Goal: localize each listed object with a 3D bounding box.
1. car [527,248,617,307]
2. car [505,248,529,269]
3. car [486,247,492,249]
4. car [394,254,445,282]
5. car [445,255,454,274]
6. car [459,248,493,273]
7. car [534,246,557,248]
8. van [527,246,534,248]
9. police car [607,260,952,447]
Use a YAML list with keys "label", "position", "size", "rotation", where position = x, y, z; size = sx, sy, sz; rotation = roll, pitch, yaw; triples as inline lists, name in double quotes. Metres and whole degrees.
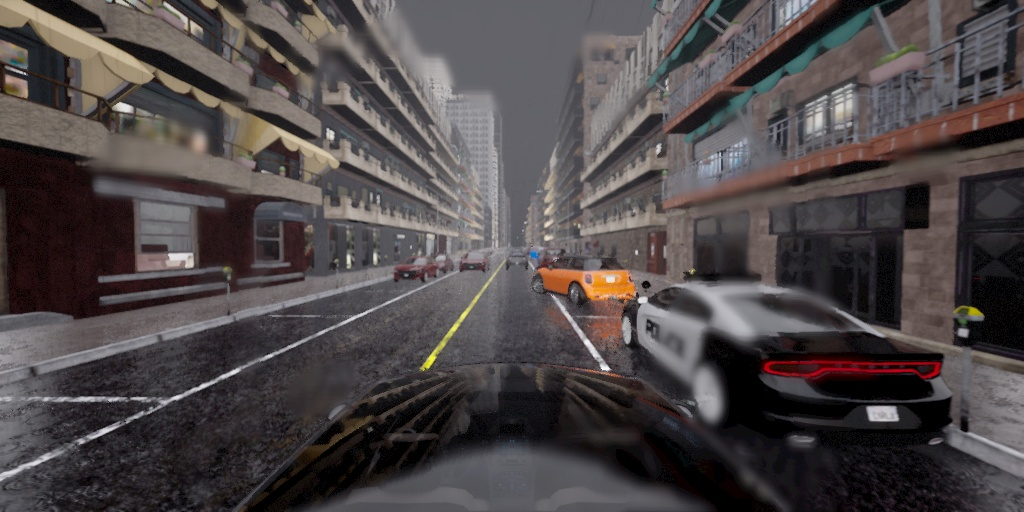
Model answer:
- label: "car"
  position: [2.491, 0.722, 13.630]
  size: [2.097, 1.767, 4.553]
  rotation: [-1, 2, -19]
- label: "car"
  position: [0.457, 0.306, 31.055]
  size: [2.128, 1.511, 4.902]
  rotation: [0, 2, 1]
- label: "car"
  position: [-4.921, -0.576, 60.574]
  size: [2.007, 1.370, 4.403]
  rotation: [0, 0, 1]
- label: "car"
  position: [-5.442, 0.679, 20.821]
  size: [1.888, 1.381, 4.507]
  rotation: [0, 0, 1]
- label: "car"
  position: [-5.368, 0.535, 26.500]
  size: [1.802, 1.307, 4.207]
  rotation: [0, 0, 1]
- label: "car"
  position: [-2.765, 0.410, 27.215]
  size: [1.882, 1.535, 5.008]
  rotation: [0, 2, 1]
- label: "car"
  position: [3.012, 0.279, 26.393]
  size: [2.192, 1.841, 5.009]
  rotation: [0, 0, 1]
- label: "van"
  position: [3.310, -0.415, 49.108]
  size: [1.690, 1.789, 3.998]
  rotation: [0, 0, 1]
- label: "police car"
  position: [3.184, 1.052, 5.625]
  size: [1.930, 1.638, 5.238]
  rotation: [0, 2, 1]
